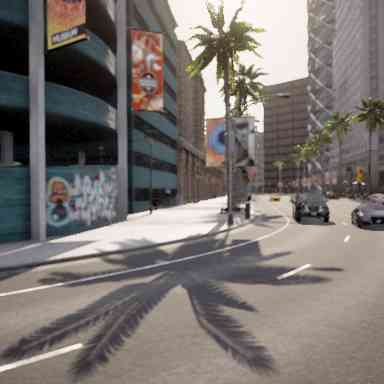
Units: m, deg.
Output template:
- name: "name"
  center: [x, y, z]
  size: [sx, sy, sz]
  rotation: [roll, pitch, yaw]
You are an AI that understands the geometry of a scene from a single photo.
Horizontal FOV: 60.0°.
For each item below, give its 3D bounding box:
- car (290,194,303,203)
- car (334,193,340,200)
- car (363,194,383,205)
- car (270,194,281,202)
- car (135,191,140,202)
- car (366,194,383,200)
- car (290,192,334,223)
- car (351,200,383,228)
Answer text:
- name: "car"
  center: [18.940, 1.126, 60.364]
  size: [1.812, 1.442, 4.674]
  rotation: [0, 0, 11]
- name: "car"
  center: [32.362, 0.767, 77.945]
  size: [2.185, 1.767, 4.553]
  rotation: [0, 0, 10]
- name: "car"
  center: [27.199, 1.052, 49.029]
  size: [2.231, 1.521, 4.892]
  rotation: [0, 0, 10]
- name: "car"
  center: [16.171, 1.083, 64.680]
  size: [1.882, 1.535, 5.008]
  rotation: [0, 0, 11]
- name: "car"
  center: [-8.483, 0.917, 47.759]
  size: [2.435, 2.045, 5.566]
  rotation: [0, 0, 10]
- name: "car"
  center: [17.265, 1.207, 30.724]
  size: [1.882, 1.535, 5.008]
  rotation: [0, 0, 11]
- name: "car"
  center: [8.626, 1.052, 24.360]
  size: [2.150, 2.045, 5.566]
  rotation: [0, 0, 14]
- name: "car"
  center: [10.884, 1.391, 20.117]
  size: [1.994, 1.385, 4.181]
  rotation: [0, 0, 19]
